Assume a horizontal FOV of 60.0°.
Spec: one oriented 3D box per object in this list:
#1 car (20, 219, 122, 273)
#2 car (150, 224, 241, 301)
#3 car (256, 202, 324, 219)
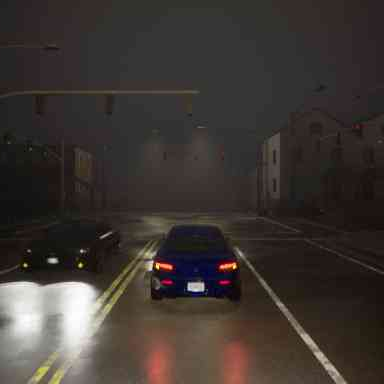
[{"bbox_3d":[-3.532,1.558,10.473,1.994,1.385,4.181,0,0,1],"label":"car"},{"bbox_3d":[0.087,1.521,8.219,1.812,1.442,4.674,0,0,0],"label":"car"},{"bbox_3d":[8.212,1.540,28.077,5.357,1.411,2.033,0,0,5],"label":"car"}]
